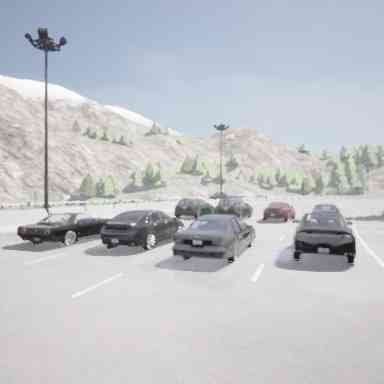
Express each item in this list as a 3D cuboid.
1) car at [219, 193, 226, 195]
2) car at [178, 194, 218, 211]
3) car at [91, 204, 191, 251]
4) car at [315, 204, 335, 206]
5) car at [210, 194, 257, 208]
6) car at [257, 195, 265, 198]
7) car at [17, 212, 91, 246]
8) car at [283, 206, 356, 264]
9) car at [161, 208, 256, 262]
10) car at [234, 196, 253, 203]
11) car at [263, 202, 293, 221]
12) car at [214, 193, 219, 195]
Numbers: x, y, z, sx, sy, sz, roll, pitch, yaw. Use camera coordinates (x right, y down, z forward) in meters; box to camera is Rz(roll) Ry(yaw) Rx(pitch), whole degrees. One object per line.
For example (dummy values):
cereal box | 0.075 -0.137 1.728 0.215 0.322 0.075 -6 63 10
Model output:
car | 8.542 1.402 73.759 1.882 1.535 5.008 0 0 39
car | 0.311 1.319 28.719 2.097 1.767 4.553 0 0 26
car | -1.923 1.490 14.255 1.837 1.490 4.892 0 1 21
car | 9.451 1.528 23.550 2.033 1.411 5.357 0 0 26
car | 3.495 1.323 27.265 2.097 1.767 4.553 0 0 26
car | 13.601 1.433 68.895 1.837 1.490 4.892 0 0 39
car | -5.324 1.581 15.169 1.895 1.301 4.718 0 0 21
car | 4.689 1.483 11.953 2.128 1.511 4.902 0 0 21
car | 1.023 1.535 12.186 2.033 1.411 5.357 0 0 20
car | 11.056 1.524 71.301 1.895 1.301 4.718 0 0 39
car | 6.888 1.501 26.235 1.812 1.442 4.674 0 0 26
car | 5.997 1.145 76.164 2.150 2.045 5.566 0 0 39
